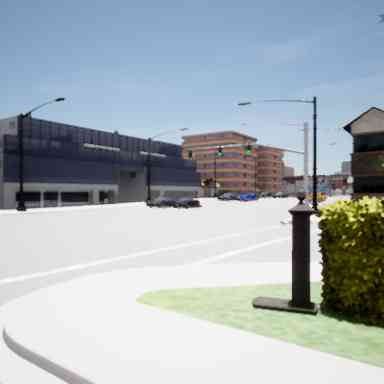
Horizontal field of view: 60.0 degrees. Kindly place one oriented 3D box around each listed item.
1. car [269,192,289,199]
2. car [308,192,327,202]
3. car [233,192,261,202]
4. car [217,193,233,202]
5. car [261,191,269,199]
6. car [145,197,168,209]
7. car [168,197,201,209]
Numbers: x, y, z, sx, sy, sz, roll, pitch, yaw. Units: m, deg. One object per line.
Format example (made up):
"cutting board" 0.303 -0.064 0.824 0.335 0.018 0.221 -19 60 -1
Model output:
"car" 18.298 0.670 68.582 2.033 1.411 5.357 0 0 35
"car" 19.830 0.762 52.400 1.882 1.535 5.008 0 1 35
"car" 9.239 0.825 55.709 1.882 1.535 5.008 0 2 35
"car" 6.404 0.890 57.759 2.033 1.411 5.357 0 2 35
"car" 15.412 0.626 70.563 1.837 1.490 4.892 0 0 35
"car" -3.672 1.334 43.312 2.033 1.411 5.357 0 1 35
"car" -0.644 1.350 41.530 1.994 1.385 4.181 0 1 35
